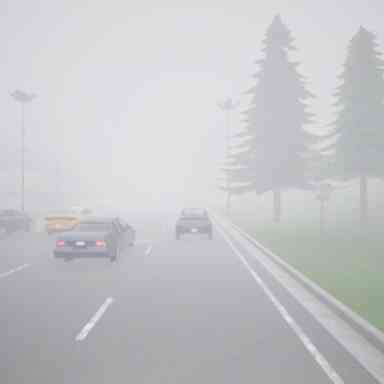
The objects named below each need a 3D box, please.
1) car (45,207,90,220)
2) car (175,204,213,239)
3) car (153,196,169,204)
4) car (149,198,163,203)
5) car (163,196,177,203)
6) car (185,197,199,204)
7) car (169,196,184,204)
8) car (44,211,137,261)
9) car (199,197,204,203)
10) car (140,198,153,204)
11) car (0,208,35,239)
[{"bbox_3d":[-6.897,1.616,19.671,1.882,1.535,5.008,0,0,0],"label":"car"},{"bbox_3d":[0.102,1.619,18.100,2.128,1.511,4.902,0,0,0],"label":"car"},{"bbox_3d":[-6.965,1.879,75.266,2.097,1.767,4.553,0,0,2],"label":"car"},{"bbox_3d":[-9.115,2.189,85.497,1.895,1.301,4.718,0,0,17],"label":"car"},{"bbox_3d":[-5.544,1.806,85.394,2.097,1.767,4.553,0,0,17],"label":"car"},{"bbox_3d":[0.020,2.018,74.304,1.837,1.490,4.892,0,0,2],"label":"car"},{"bbox_3d":[-3.474,2.074,74.693,1.994,1.385,4.181,0,0,2],"label":"car"},{"bbox_3d":[-3.398,1.637,12.625,2.033,1.411,5.357,0,0,0],"label":"car"},{"bbox_3d":[1.493,2.085,84.582,2.033,1.411,5.357,0,0,17],"label":"car"},{"bbox_3d":[-10.468,2.061,74.969,2.033,1.411,5.357,0,0,2],"label":"car"},{"bbox_3d":[-10.397,1.633,18.197,1.837,1.490,4.892,0,0,0],"label":"car"}]
